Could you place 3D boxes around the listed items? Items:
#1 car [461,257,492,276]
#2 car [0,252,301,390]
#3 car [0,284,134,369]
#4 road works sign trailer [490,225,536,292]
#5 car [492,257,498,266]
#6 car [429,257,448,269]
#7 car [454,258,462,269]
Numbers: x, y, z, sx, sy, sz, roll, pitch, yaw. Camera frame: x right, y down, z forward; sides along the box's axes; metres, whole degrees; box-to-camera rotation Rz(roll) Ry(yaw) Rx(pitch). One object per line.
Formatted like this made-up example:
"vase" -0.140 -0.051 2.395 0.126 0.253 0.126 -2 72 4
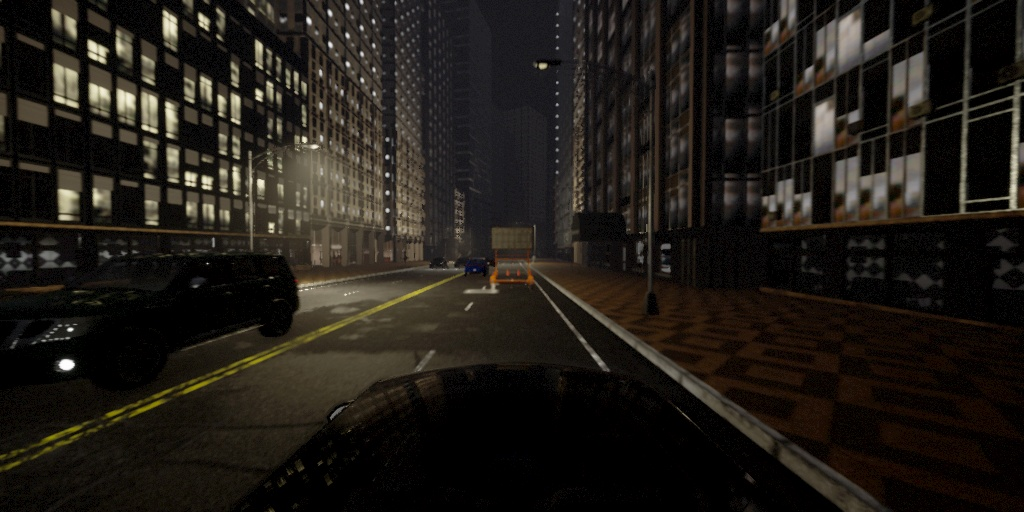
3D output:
"car" -3.142 0.993 32.753 1.882 1.535 5.008 0 1 0
"car" -6.598 0.930 7.097 2.150 2.045 5.566 0 0 0
"car" -9.848 1.317 6.078 1.895 1.301 4.718 0 0 0
"road works sign trailer" 0.010 0.076 20.064 2.380 3.560 2.880 0 0 1
"car" -3.138 0.839 53.038 1.882 1.535 5.008 0 0 0
"car" -9.814 0.903 48.076 1.837 1.490 4.892 0 1 0
"car" -6.565 0.924 48.139 1.812 1.442 4.674 0 0 0
